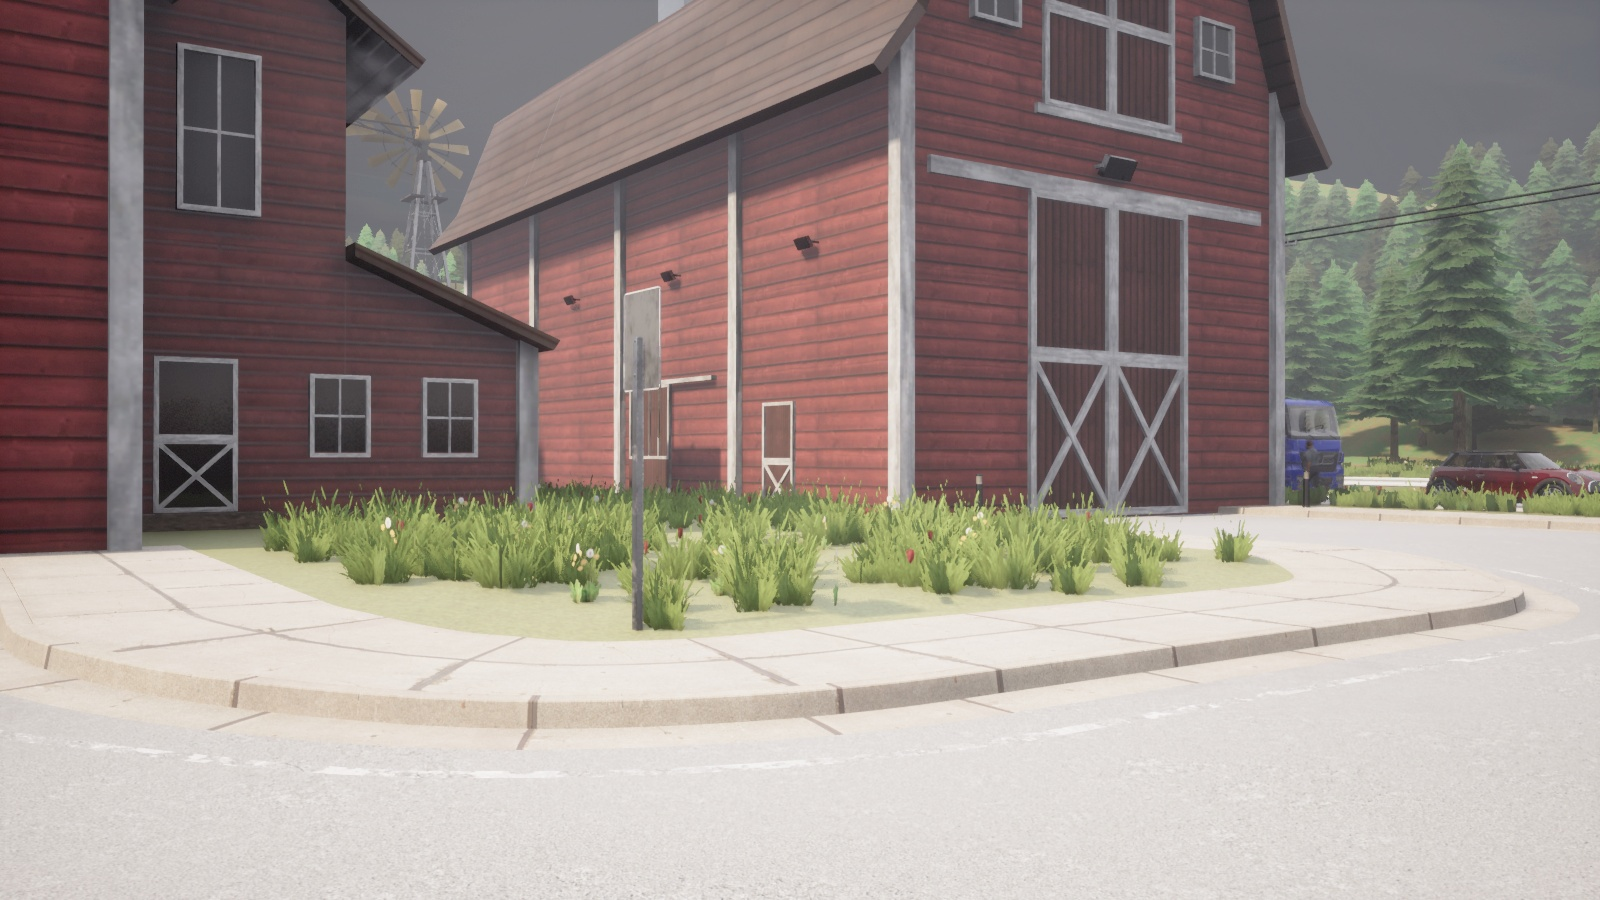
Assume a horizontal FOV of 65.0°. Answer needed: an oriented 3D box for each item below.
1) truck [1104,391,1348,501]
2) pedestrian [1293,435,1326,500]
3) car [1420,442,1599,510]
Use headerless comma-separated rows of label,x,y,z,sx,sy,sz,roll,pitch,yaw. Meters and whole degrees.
truck,14.570,-0.108,43.665,2.891,3.462,7.936,0,0,-34
pedestrian,14.669,0.506,36.169,0.540,1.848,0.694,0,0,-34
car,20.188,0.691,35.237,2.097,1.767,4.553,0,0,-34
